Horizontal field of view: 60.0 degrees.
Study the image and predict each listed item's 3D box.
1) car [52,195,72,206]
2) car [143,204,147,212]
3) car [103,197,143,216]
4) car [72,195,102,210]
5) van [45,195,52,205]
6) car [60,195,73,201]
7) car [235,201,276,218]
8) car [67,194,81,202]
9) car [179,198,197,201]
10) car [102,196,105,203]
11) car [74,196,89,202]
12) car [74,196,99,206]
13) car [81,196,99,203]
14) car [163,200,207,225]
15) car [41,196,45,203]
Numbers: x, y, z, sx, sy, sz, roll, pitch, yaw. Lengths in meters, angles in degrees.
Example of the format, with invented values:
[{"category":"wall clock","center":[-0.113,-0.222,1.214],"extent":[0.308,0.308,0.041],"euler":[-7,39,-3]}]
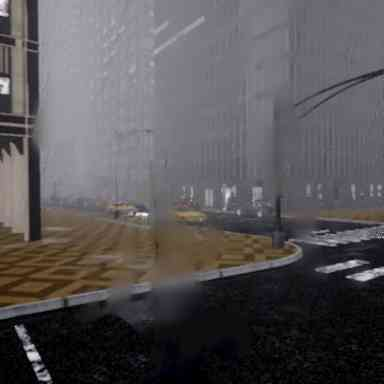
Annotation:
[{"category":"car","center":[-20.195,1.460,52.439],"extent":[1.967,1.590,4.097],"euler":[-1,0,-36]},{"category":"car","center":[-6.827,1.585,38.022],"extent":[1.994,1.385,4.181],"euler":[-1,1,-36]},{"category":"car","center":[-7.199,1.580,34.198],"extent":[1.752,1.417,4.829],"euler":[-1,0,-36]},{"category":"car","center":[-13.722,1.477,43.404],"extent":[1.967,1.590,4.097],"euler":[-1,0,-36]},{"category":"van","center":[-23.432,1.352,56.955],"extent":[1.690,1.788,3.998],"euler":[-1,0,-36]},{"category":"car","center":[-30.068,1.408,79.754],"extent":[1.752,1.417,4.829],"euler":[-1,1,-36]},{"category":"car","center":[5.734,1.528,29.999],"extent":[2.008,1.369,4.403],"euler":[-1,0,-36]},{"category":"car","center":[-26.734,1.332,75.097],"extent":[1.967,1.590,4.097],"euler":[-1,1,-36]},{"category":"car","center":[-0.798,1.402,38.993],"extent":[1.967,1.590,4.097],"euler":[-1,0,-36]},{"category":"car","center":[-17.024,1.464,61.546],"extent":[1.887,1.381,4.507],"euler":[-1,0,-36]},{"category":"car","center":[-23.497,1.483,70.581],"extent":[1.802,1.307,4.206],"euler":[-1,1,-36]},{"category":"car","center":[-16.403,1.340,51.546],"extent":[2.033,1.411,5.357],"euler":[-1,1,-36]},{"category":"car","center":[-20.261,1.461,66.063],"extent":[2.008,1.369,4.403],"euler":[-1,1,-36]},{"category":"car","center":[-0.783,1.598,25.121],"extent":[1.752,1.417,4.829],"euler":[-1,0,-36]},{"category":"car","center":[-29.903,1.544,65.992],"extent":[2.008,1.369,4.403],"euler":[-1,0,-36]}]
